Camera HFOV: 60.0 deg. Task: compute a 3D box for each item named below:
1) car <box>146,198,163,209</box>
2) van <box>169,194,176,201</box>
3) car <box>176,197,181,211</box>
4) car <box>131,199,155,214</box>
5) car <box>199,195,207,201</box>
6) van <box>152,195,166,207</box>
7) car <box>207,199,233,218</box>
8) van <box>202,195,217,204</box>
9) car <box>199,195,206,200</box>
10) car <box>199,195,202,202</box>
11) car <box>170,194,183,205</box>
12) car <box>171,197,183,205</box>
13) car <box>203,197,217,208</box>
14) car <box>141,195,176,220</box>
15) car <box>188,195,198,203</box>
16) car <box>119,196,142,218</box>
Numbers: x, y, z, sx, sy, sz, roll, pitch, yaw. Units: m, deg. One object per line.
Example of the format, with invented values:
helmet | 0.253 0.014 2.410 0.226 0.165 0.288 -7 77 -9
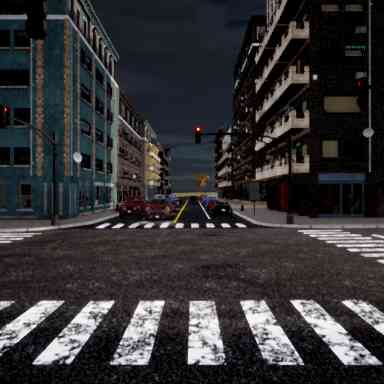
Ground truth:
car | -5.164 1.533 46.854 1.887 1.381 4.507 0 0 0
van | -5.039 1.301 85.717 1.690 1.788 3.998 0 0 0
car | -2.728 1.484 38.013 2.128 1.511 4.902 0 0 0
car | -5.200 1.538 35.749 1.887 1.381 4.507 0 0 0
car | 2.841 1.504 85.693 1.887 1.381 4.507 0 0 0
van | -5.146 1.326 52.405 1.690 1.788 3.998 0 0 0
car | 2.662 1.562 30.173 1.947 1.339 4.313 0 0 0
van | 2.717 1.329 46.829 1.690 1.788 3.998 0 0 0
car | 2.858 1.499 91.245 1.887 1.381 4.507 0 0 0
car | 2.752 1.422 57.932 1.967 1.590 4.097 0 0 0
car | -2.691 1.479 48.021 2.128 1.511 4.902 0 0 0
car | -2.605 1.581 59.983 1.895 1.301 4.718 0 0 1
car | 2.698 1.573 41.277 1.802 1.307 4.206 0 0 0
car | -2.728 1.349 28.173 2.097 1.767 4.553 0 0 0
car | 0.281 1.476 70.344 1.837 1.490 4.892 0 0 0
car | -5.218 1.311 30.197 2.192 1.841 5.009 0 0 0
